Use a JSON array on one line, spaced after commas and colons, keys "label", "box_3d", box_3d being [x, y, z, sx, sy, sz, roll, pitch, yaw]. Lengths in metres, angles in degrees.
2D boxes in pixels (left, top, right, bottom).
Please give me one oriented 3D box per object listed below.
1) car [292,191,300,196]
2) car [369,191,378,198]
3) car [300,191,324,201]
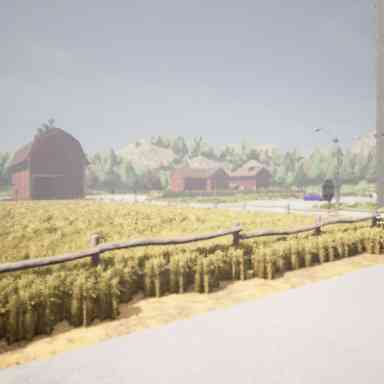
[{"label": "car", "box_3d": [26.450, 0.608, 80.256, 1.932, 1.855, 4.605, -1, 0, -36]}, {"label": "car", "box_3d": [42.493, 0.504, 75.552, 1.905, 1.878, 3.866, -1, 0, -36]}, {"label": "car", "box_3d": [22.939, 0.923, 61.289, 2.242, 1.667, 4.611, -1, 0, -36]}]
